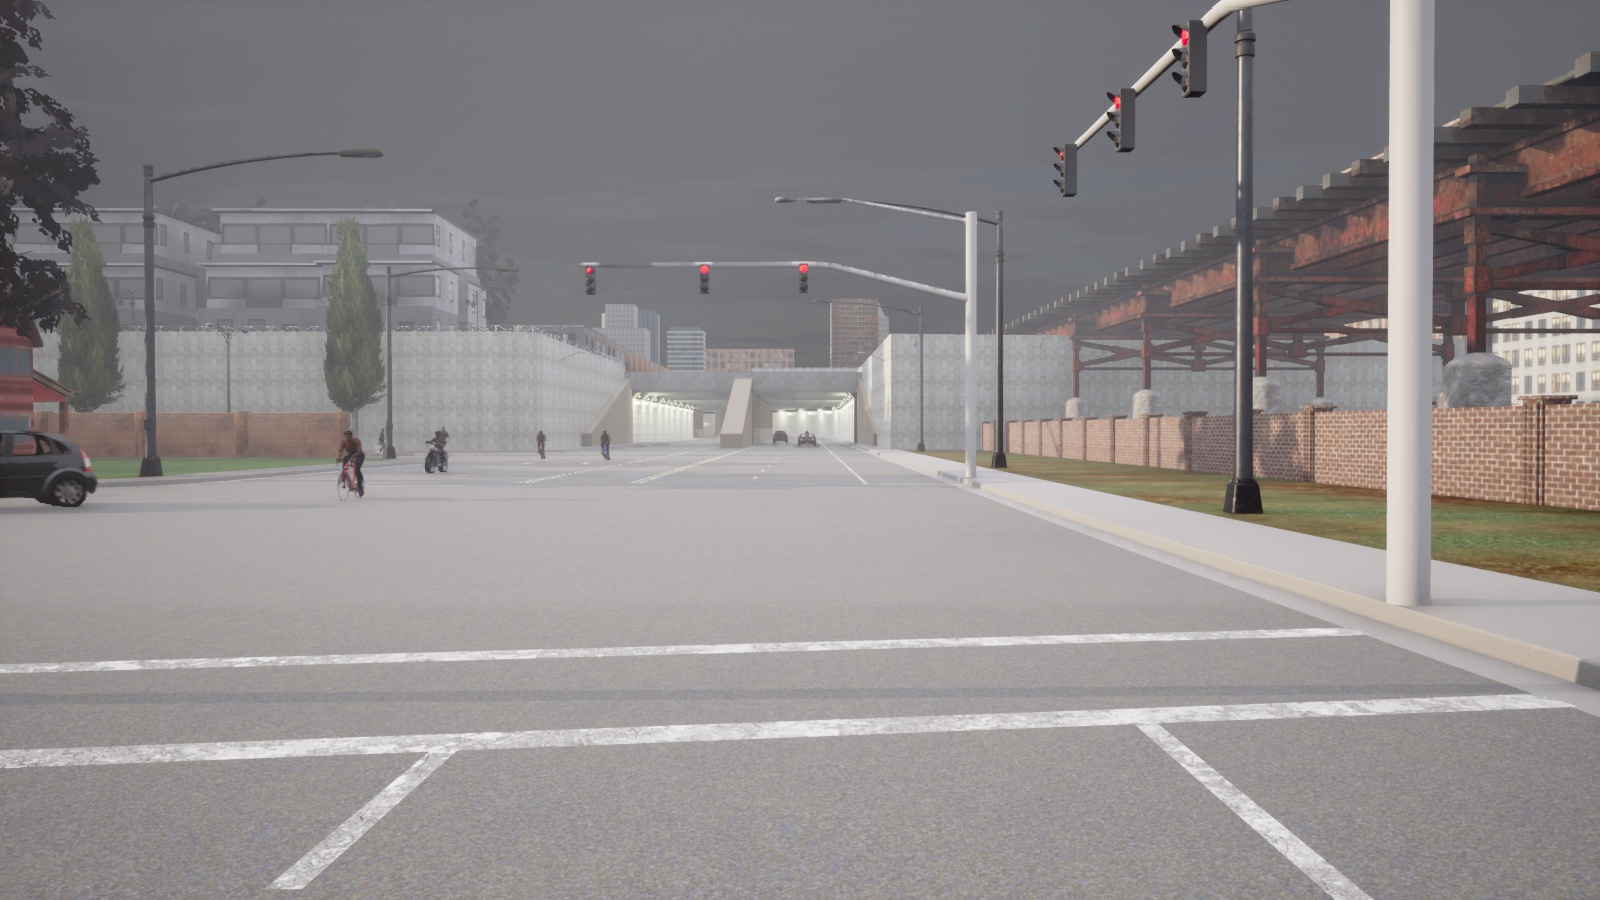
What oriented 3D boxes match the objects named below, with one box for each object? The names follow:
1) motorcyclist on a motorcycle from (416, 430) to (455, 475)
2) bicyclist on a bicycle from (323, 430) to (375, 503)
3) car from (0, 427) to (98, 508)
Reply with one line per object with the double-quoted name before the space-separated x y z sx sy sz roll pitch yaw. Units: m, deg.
"motorcyclist on a motorcycle" -13.722 0.062 47.303 0.766 1.649 2.350 0 1 0
"bicyclist on a bicycle" -10.325 0.352 28.801 0.582 1.620 1.656 0 1 0
"car" -16.796 0.331 25.621 3.988 1.617 1.851 -1 1 -42
